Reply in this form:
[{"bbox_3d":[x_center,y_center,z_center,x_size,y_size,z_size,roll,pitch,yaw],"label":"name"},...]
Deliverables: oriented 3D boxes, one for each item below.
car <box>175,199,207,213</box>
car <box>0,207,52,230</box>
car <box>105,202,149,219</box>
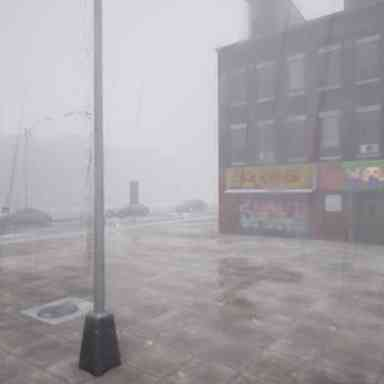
[{"bbox_3d":[-0.015,1.624,39.531,1.837,1.490,4.892,-1,0,36],"label":"car"},{"bbox_3d":[-11.822,1.756,22.788,1.994,1.385,4.181,-1,0,36],"label":"car"},{"bbox_3d":[-5.961,1.681,31.108,1.812,1.442,4.674,-1,0,35],"label":"car"}]
